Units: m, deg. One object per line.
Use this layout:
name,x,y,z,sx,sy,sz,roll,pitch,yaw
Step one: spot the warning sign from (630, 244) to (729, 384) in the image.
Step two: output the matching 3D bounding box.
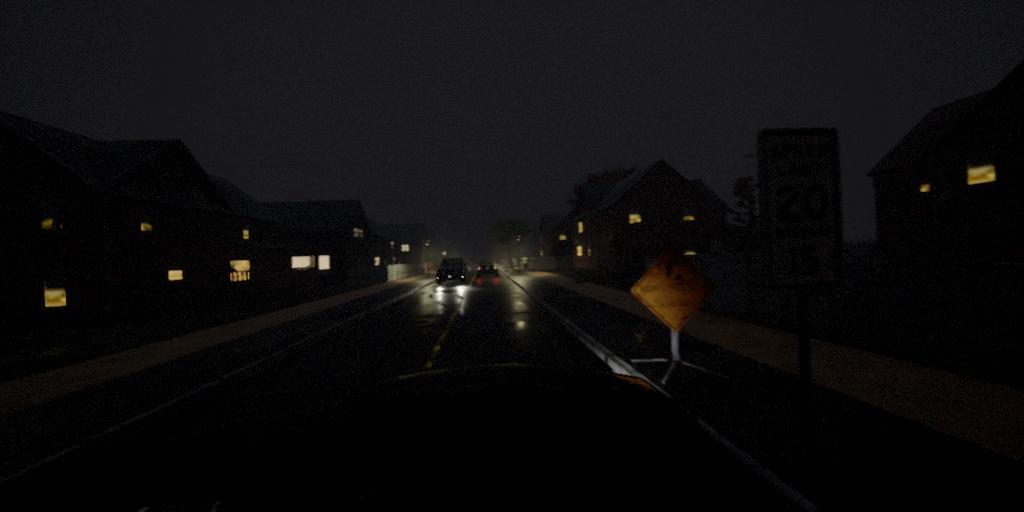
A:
warning sign,2.432,0.752,5.316,1.300,1.860,1.060,0,0,-4

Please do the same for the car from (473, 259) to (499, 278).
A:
car,-2.420,1.181,36.037,2.097,1.767,4.553,-3,0,-3

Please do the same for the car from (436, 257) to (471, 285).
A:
car,-4.783,1.148,29.028,2.150,2.045,5.566,-3,0,-4
